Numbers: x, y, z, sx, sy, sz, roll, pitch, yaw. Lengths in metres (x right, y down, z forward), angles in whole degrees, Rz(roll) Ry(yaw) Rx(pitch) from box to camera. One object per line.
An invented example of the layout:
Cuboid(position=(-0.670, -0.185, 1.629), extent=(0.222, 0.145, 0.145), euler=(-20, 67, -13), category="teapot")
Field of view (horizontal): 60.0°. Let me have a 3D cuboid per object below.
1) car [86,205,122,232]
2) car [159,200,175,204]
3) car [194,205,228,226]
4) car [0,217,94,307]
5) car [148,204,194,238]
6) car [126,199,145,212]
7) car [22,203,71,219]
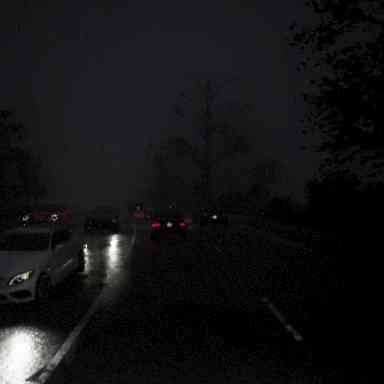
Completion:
Cuboid(position=(-5.469, 1.591, 20.838), extent=(1.882, 1.535, 5.008), euler=(0, 0, -9), category="car")
Cuboid(position=(-3.182, 1.720, 41.299), extent=(1.994, 1.385, 4.181), euler=(-1, 0, -17), category="car")
Cuboid(position=(1.156, 1.638, 24.108), extent=(1.994, 1.385, 4.181), euler=(0, 0, -11), category="car")
Cuboid(position=(-3.967, 1.577, 8.179), extent=(1.812, 1.442, 4.674), euler=(0, 0, -4), category="car")
Cuboid(position=(-1.412, 1.622, 18.298), extent=(2.033, 1.411, 5.357), euler=(0, 0, -8), category="car")
Cuboid(position=(-7.276, 1.706, 42.572), extent=(1.837, 1.490, 4.892), euler=(0, 0, -19), category="car")
Cuboid(position=(-9.049, 1.495, 21.008), extent=(2.097, 1.767, 4.553), euler=(0, 0, -9), category="car")
